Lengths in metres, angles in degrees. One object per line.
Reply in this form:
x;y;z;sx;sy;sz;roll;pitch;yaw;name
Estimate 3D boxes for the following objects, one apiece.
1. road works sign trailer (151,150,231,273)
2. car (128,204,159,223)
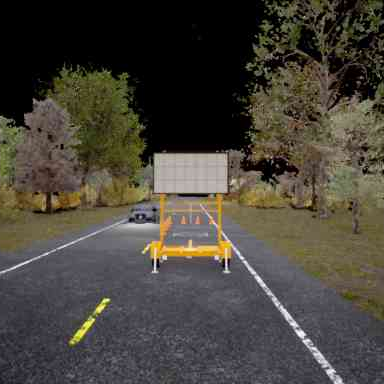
-0.038;0.469;10.664;2.380;3.560;2.880;0;0;0;road works sign trailer
-3.606;1.585;25.315;1.994;1.385;4.181;0;0;0;car
